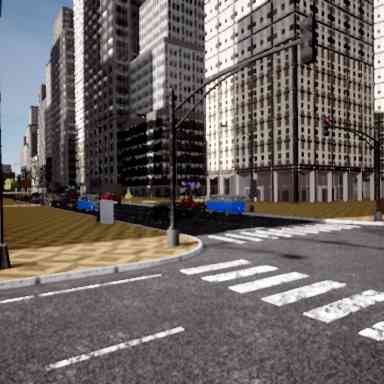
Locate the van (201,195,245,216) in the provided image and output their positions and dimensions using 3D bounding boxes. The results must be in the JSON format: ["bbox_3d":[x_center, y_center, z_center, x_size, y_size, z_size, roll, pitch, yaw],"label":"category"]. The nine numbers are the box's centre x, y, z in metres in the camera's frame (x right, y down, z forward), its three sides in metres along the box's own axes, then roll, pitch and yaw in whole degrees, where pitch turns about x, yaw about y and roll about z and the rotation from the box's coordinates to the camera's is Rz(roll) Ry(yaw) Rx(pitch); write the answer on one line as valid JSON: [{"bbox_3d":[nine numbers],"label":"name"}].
[{"bbox_3d":[2.901,1.131,29.469,1.690,1.788,3.998,0,1,-34],"label":"van"}]

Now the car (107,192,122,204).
[{"bbox_3d":[-12.719,0.972,52.335,2.192,1.841,5.009,0,1,-34],"label":"car"}]

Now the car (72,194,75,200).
[{"bbox_3d":[-13.846,1.282,43.707,1.812,1.442,4.674,-1,1,-34],"label":"car"}]

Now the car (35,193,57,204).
[{"bbox_3d":[-22.763,1.279,52.225,2.008,1.369,4.403,0,1,-34],"label":"car"}]

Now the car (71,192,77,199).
[{"bbox_3d":[-22.036,1.141,66.098,1.947,1.339,4.313,0,1,-34],"label":"car"}]

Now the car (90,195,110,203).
[{"bbox_3d":[-15.824,1.175,56.923,1.887,1.381,4.507,0,1,-34],"label":"car"}]

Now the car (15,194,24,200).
[{"bbox_3d":[-41.397,1.145,79.746,1.802,1.307,4.206,0,1,-34],"label":"car"}]

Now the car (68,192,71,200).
[{"bbox_3d":[-25.142,0.863,70.683,2.192,1.841,5.009,0,1,-34],"label":"car"}]

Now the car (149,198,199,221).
[{"bbox_3d":[-1.696,1.425,25.724,1.994,1.385,4.181,-1,1,-34],"label":"car"}]

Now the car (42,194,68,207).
[{"bbox_3d":[-19.657,1.321,47.639,1.947,1.339,4.313,0,1,-34],"label":"car"}]

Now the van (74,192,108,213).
[{"bbox_3d":[-10.341,1.177,33.877,1.690,1.788,3.998,0,1,-34],"label":"van"}]

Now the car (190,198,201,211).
[{"bbox_3d":[-0.278,1.309,34.006,1.887,1.381,4.507,0,1,-34],"label":"car"}]

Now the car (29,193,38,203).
[{"bbox_3d":[-28.974,1.255,61.399,1.802,1.307,4.206,0,1,-34],"label":"car"}]

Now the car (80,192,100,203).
[{"bbox_3d":[-18.931,0.918,61.509,2.192,1.841,5.009,0,1,-34],"label":"car"}]

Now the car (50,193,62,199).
[{"bbox_3d":[-34.554,0.989,84.585,1.752,1.417,4.829,0,1,-34],"label":"car"}]
